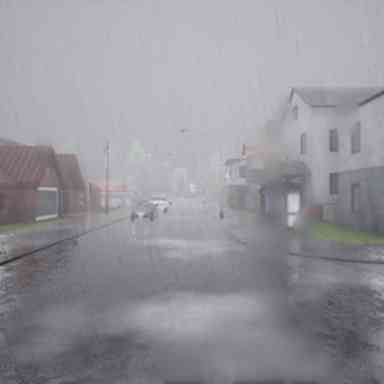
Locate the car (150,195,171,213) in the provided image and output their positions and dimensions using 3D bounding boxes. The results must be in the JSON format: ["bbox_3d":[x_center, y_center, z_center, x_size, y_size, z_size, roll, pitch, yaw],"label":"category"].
[{"bbox_3d":[-4.077,1.435,39.977,2.150,2.045,5.566,0,-1,-1],"label":"car"}]

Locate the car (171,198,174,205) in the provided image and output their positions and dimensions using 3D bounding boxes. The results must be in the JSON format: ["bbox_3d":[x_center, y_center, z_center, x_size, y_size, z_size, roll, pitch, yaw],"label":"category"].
[{"bbox_3d":[-4.001,1.604,55.162,1.882,1.535,5.008,0,0,0],"label":"car"}]

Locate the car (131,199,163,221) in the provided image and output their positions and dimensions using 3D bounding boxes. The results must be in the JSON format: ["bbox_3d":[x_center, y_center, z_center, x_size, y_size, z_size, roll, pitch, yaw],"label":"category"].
[{"bbox_3d":[-4.076,1.645,29.014,2.128,1.511,4.902,0,0,0],"label":"car"}]
